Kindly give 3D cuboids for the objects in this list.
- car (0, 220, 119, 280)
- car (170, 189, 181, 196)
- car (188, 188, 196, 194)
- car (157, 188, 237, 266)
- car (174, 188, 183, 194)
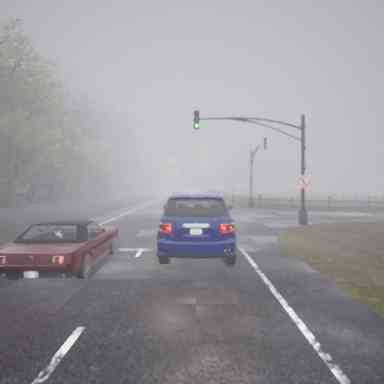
[{"bbox_3d":[-3.399,1.416,9.258,1.895,1.301,4.718,0,1,0],"label":"car"},{"bbox_3d":[-3.488,0.106,71.136,2.128,1.511,4.902,0,1,0],"label":"car"},{"bbox_3d":[-0.002,-0.200,87.332,2.033,1.411,5.357,0,1,0],"label":"car"},{"bbox_3d":[0.197,1.007,10.867,2.150,2.045,5.566,0,1,2],"label":"car"},{"bbox_3d":[-3.501,-0.251,89.086,2.128,1.511,4.902,0,1,0],"label":"car"}]
